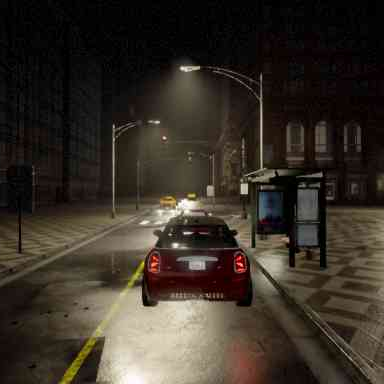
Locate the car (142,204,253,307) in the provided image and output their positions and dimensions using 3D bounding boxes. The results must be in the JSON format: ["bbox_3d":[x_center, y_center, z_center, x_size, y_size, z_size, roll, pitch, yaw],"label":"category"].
[{"bbox_3d":[0.094,1.352,8.148,2.097,1.767,4.553,0,0,0],"label":"car"}]

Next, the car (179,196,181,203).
[{"bbox_3d":[-3.127,1.422,54.316,1.837,1.490,4.892,0,0,0],"label":"car"}]

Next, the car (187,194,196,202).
[{"bbox_3d":[-0.057,1.441,74.382,1.895,1.301,4.718,0,0,0],"label":"car"}]

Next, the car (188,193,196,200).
[{"bbox_3d":[-0.064,1.126,84.356,1.882,1.535,5.008,0,0,0],"label":"car"}]

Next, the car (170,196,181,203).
[{"bbox_3d":[-3.092,1.486,64.928,1.895,1.301,4.718,0,0,0],"label":"car"}]

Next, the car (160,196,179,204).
[{"bbox_3d":[-3.121,1.422,43.555,1.882,1.535,5.008,0,0,1],"label":"car"}]

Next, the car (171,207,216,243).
[{"bbox_3d":[0.083,1.558,16.791,1.994,1.385,4.181,0,0,0],"label":"car"}]
